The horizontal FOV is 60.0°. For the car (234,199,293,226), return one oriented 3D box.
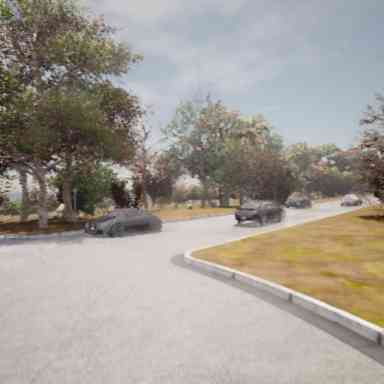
[{"bbox_3d":[4.688,1.373,22.567,2.128,1.511,4.902,-1,0,38],"label":"car"}]

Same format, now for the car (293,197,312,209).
[{"bbox_3d":[12.533,1.281,38.977,1.994,1.385,4.181,-1,0,37],"label":"car"}]

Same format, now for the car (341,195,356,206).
[{"bbox_3d":[21.356,1.080,44.600,1.812,1.442,4.674,-1,0,37],"label":"car"}]

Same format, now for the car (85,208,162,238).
[{"bbox_3d":[-3.603,1.597,17.995,1.994,1.385,4.181,-1,0,42],"label":"car"}]
